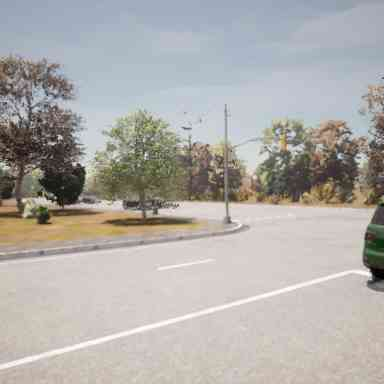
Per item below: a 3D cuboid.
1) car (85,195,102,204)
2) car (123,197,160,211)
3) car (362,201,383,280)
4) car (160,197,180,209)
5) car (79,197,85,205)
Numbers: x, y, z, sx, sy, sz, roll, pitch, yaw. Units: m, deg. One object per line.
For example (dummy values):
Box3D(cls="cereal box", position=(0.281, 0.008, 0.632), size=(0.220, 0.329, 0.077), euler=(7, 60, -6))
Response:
Box3D(cls="car", position=(-17.277, 1.325, 57.509), size=(2.128, 1.511, 4.902), euler=(-1, 0, -39))
Box3D(cls="car", position=(-6.139, 1.282, 37.965), size=(2.128, 1.511, 4.902), euler=(-1, 1, -39))
Box3D(cls="car", position=(6.561, 1.132, 8.442), size=(5.566, 2.045, 2.150), euler=(-1, 1, -35))
Box3D(cls="car", position=(-3.381, 1.216, 40.120), size=(2.128, 1.511, 4.902), euler=(-1, 1, -39))
Box3D(cls="car", position=(-20.191, 1.249, 55.548), size=(2.097, 1.767, 4.553), euler=(-1, 1, -39))
